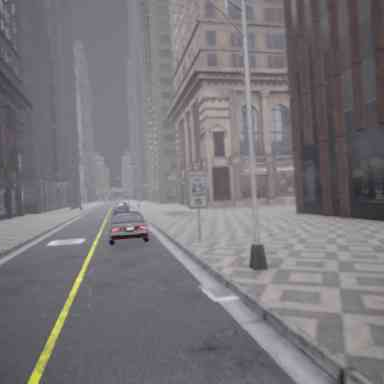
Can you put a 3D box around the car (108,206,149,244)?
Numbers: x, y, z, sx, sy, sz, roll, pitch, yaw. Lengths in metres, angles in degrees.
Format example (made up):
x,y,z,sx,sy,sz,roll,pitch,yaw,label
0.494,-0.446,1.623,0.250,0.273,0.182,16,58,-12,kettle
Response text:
x,y,z,sx,sy,sz,roll,pitch,yaw,label
-3.277,1.698,17.064,2.033,1.411,5.357,-3,0,-12,car

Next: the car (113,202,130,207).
x,y,z,sx,sy,sz,roll,pitch,yaw,label
-8.354,1.933,39.484,1.812,1.442,4.674,-3,0,-12,car
